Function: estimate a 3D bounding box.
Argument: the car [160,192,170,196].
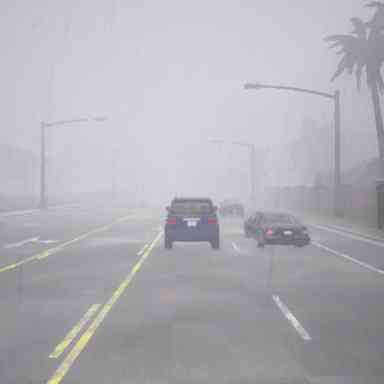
[{"bbox_3d":[-6.169,0.759,80.650,1.882,1.535,5.008,0,1,19],"label":"car"}]

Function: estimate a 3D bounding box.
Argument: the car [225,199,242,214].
[{"bbox_3d":[3.497,1.371,29.645,1.812,1.442,4.674,0,1,0],"label":"car"}]

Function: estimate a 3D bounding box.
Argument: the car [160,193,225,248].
[{"bbox_3d":[-0.002,1.222,14.677,2.150,2.045,5.566,0,0,0],"label":"car"}]

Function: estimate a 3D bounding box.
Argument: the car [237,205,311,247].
[{"bbox_3d":[3.498,1.524,14.647,2.033,1.411,5.357,0,0,0],"label":"car"}]

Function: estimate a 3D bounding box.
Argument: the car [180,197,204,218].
[{"bbox_3d":[-0.003,1.326,29.644,1.882,1.535,5.008,0,1,0],"label":"car"}]
